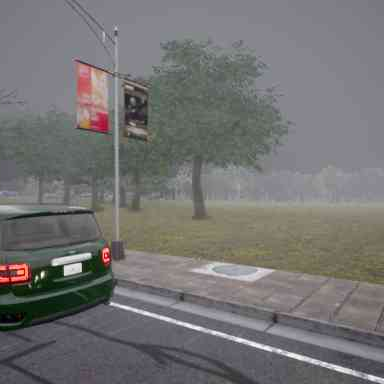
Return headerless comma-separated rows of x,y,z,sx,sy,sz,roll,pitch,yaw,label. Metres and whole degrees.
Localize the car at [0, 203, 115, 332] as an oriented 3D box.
-3.918,1.235,6.436,5.566,2.045,2.150,0,0,36,car
